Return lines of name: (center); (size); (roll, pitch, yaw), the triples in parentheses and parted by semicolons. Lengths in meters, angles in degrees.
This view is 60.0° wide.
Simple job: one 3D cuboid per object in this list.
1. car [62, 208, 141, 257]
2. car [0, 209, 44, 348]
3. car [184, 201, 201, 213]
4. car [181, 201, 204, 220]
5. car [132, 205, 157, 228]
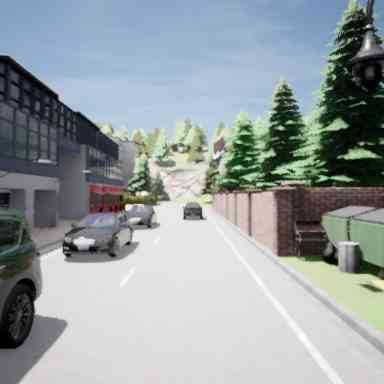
car: (-3.607, 1.604, 13.493); (2.128, 1.511, 4.902); (0, 0, 0)
car: (-3.604, 1.251, 3.444); (2.150, 2.045, 5.566); (0, 0, 0)
car: (0.069, 1.909, 43.814); (2.033, 1.411, 5.357); (0, 0, 0)
car: (0.083, 1.764, 31.593); (1.837, 1.490, 4.892); (0, -1, 0)
car: (-3.596, 1.688, 23.761); (2.128, 1.511, 4.902); (0, 0, 0)
